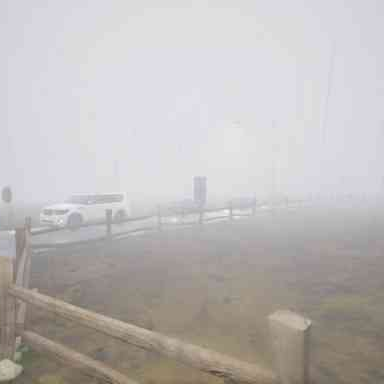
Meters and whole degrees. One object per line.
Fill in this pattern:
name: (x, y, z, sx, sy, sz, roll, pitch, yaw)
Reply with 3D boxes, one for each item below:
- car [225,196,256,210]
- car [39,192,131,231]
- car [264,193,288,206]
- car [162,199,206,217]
car: (5.283, 1.149, 35.837, 1.994, 1.385, 4.181, 1, 1, 36)
car: (-6.142, 1.036, 19.917, 2.150, 2.045, 5.566, 1, 1, 35)
car: (11.184, 0.942, 43.973, 1.882, 1.535, 5.008, 1, 1, 36)
car: (-0.586, 1.267, 27.690, 1.994, 1.385, 4.181, 1, 1, 36)
